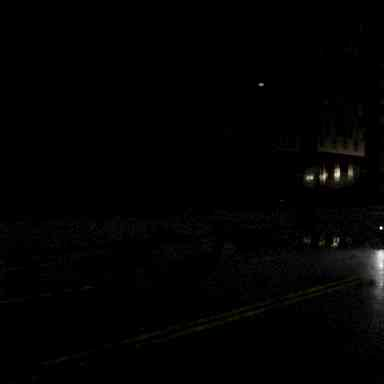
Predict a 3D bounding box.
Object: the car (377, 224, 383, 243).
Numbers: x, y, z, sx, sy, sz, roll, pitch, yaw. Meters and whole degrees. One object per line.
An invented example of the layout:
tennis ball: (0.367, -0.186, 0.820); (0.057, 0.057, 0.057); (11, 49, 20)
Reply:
car: (10.362, 1.643, 15.070); (4.718, 1.301, 1.895); (0, 0, -35)
